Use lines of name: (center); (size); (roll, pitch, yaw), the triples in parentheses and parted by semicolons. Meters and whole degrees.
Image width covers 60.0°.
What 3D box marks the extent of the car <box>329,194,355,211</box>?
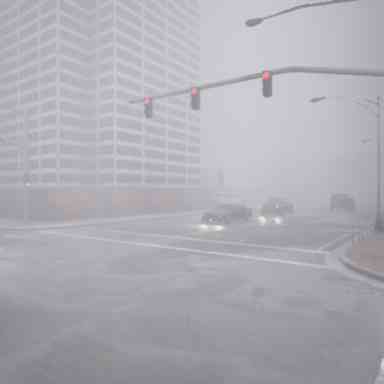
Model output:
car: (18.850, 1.244, 41.747); (2.150, 2.045, 5.566); (0, 0, 35)

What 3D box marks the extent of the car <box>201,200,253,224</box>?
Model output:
car: (2.825, 1.580, 25.388); (2.033, 1.411, 5.357); (0, 0, 35)

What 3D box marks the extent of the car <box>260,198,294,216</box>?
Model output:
car: (8.556, 1.384, 33.484); (2.097, 1.767, 4.553); (0, 0, 35)
